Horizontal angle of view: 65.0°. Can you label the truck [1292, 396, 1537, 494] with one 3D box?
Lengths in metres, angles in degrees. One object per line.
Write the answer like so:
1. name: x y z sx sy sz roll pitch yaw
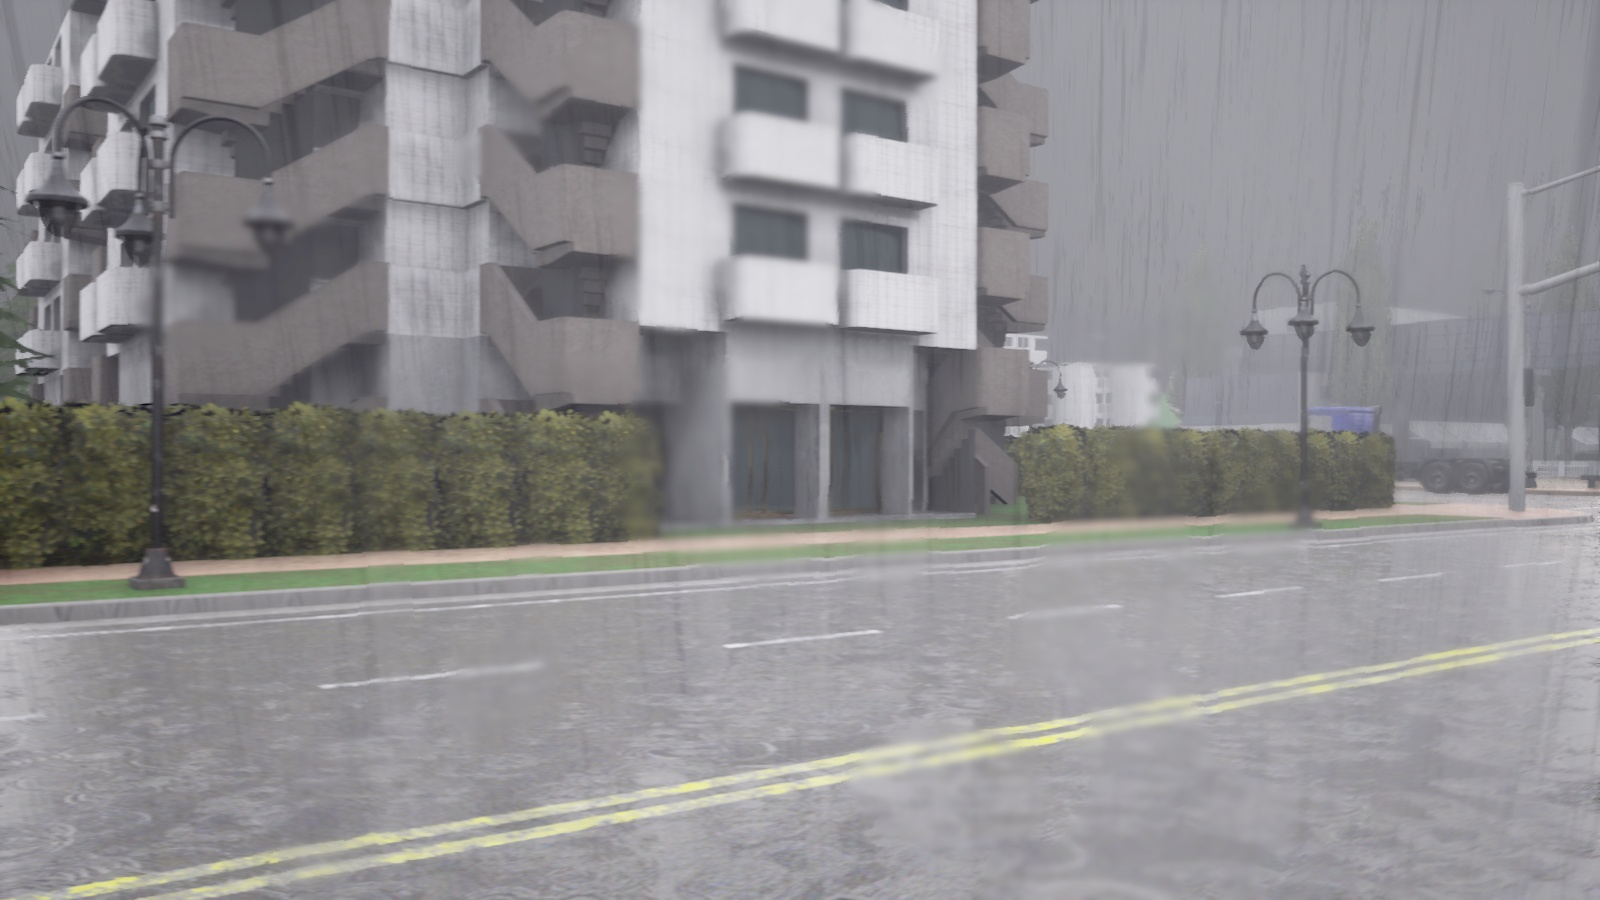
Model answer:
1. truck: 23.348 -0.169 48.098 2.891 3.462 7.936 0 0 -42
